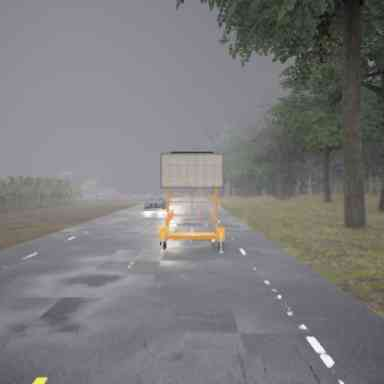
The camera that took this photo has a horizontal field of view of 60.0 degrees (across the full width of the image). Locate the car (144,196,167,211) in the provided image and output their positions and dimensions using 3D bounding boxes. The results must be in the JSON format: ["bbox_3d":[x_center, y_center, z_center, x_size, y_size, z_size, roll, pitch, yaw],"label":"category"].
[{"bbox_3d":[-3.583,1.083,33.065,1.994,1.385,4.181,0,1,0],"label":"car"}]

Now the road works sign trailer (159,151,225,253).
[{"bbox_3d":[0.006,0.259,12.635,2.380,3.560,2.880,0,1,1],"label":"road works sign trailer"}]

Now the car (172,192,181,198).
[{"bbox_3d":[-3.471,0.719,74.651,1.994,1.385,4.181,0,0,0],"label":"car"}]
